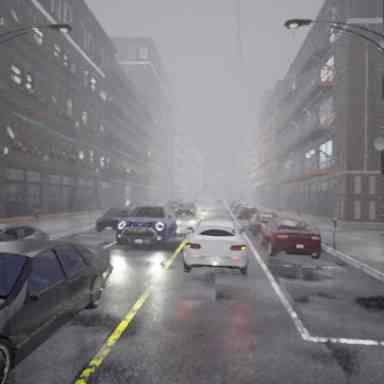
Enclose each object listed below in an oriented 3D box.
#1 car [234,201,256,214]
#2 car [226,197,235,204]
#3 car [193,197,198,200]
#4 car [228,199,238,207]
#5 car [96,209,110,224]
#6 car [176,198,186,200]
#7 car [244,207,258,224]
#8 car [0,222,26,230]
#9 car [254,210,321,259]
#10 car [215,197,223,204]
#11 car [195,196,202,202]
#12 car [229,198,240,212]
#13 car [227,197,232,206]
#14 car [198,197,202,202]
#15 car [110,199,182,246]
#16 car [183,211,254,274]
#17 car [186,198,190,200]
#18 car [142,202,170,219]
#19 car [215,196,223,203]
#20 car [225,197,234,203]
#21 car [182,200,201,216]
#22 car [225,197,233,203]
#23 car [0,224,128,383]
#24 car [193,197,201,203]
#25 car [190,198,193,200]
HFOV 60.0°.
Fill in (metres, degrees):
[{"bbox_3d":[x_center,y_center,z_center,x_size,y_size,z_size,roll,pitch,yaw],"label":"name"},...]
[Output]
[{"bbox_3d":[5.099,1.794,30.218,1.887,1.381,4.507,2,0,5],"label":"car"},{"bbox_3d":[9.288,2.021,81.001,1.967,1.590,4.097,2,0,5],"label":"car"},{"bbox_3d":[-0.458,1.830,64.803,1.887,1.381,4.507,2,0,5],"label":"car"},{"bbox_3d":[7.887,2.051,64.072,1.802,1.307,4.206,2,0,5],"label":"car"},{"bbox_3d":[-4.180,1.559,19.667,1.947,1.339,4.313,2,0,5],"label":"car"},{"bbox_3d":[-2.319,1.703,42.233,1.947,1.339,4.313,2,0,5],"label":"car"},{"bbox_3d":[4.171,1.759,18.935,1.802,1.307,4.206,2,0,5],"label":"car"},{"bbox_3d":[-5.237,1.485,8.389,1.947,1.339,4.313,2,0,5],"label":"car"},{"bbox_3d":[3.778,1.687,13.287,1.887,1.381,4.507,2,0,5],"label":"car"},{"bbox_3d":[6.068,2.001,74.861,2.033,1.411,5.357,1,0,5],"label":"car"},{"bbox_3d":[1.854,1.996,92.845,1.752,1.417,4.829,2,0,5],"label":"car"},{"bbox_3d":[6.029,1.872,41.503,2.008,1.369,4.403,2,0,5],"label":"car"},{"bbox_3d":[6.963,1.834,52.788,1.967,1.590,4.097,2,0,5],"label":"car"},{"bbox_3d":[0.937,1.942,81.730,1.887,1.381,4.507,2,0,5],"label":"car"},{"bbox_3d":[-1.934,1.376,15.411,2.097,1.767,4.553,1,0,5],"label":"car"},{"bbox_3d":[0.790,1.590,10.827,1.812,1.442,4.674,1,0,5],"label":"car"},{"bbox_3d":[-1.848,1.614,47.876,1.967,1.590,4.097,2,0,5],"label":"car"},{"bbox_3d":[-3.249,1.647,30.948,1.802,1.307,4.206,2,0,5],"label":"car"},{"bbox_3d":[6.944,1.945,85.457,2.128,1.511,4.902,1,0,5],"label":"car"},{"bbox_3d":[9.752,2.058,86.643,1.967,1.590,4.097,2,0,5],"label":"car"},{"bbox_3d":[-0.539,1.732,31.991,1.895,1.301,4.718,1,0,5],"label":"car"},{"bbox_3d":[10.213,2.206,92.285,2.008,1.369,4.403,2,0,5],"label":"car"},{"bbox_3d":[-2.787,1.507,5.148,2.033,1.411,5.357,1,0,5],"label":"car"},{"bbox_3d":[1.389,1.958,87.202,1.752,1.417,4.829,2,0,5],"label":"car"},{"bbox_3d":[-1.388,1.761,53.517,2.008,1.369,4.403,2,0,5],"label":"car"}]
